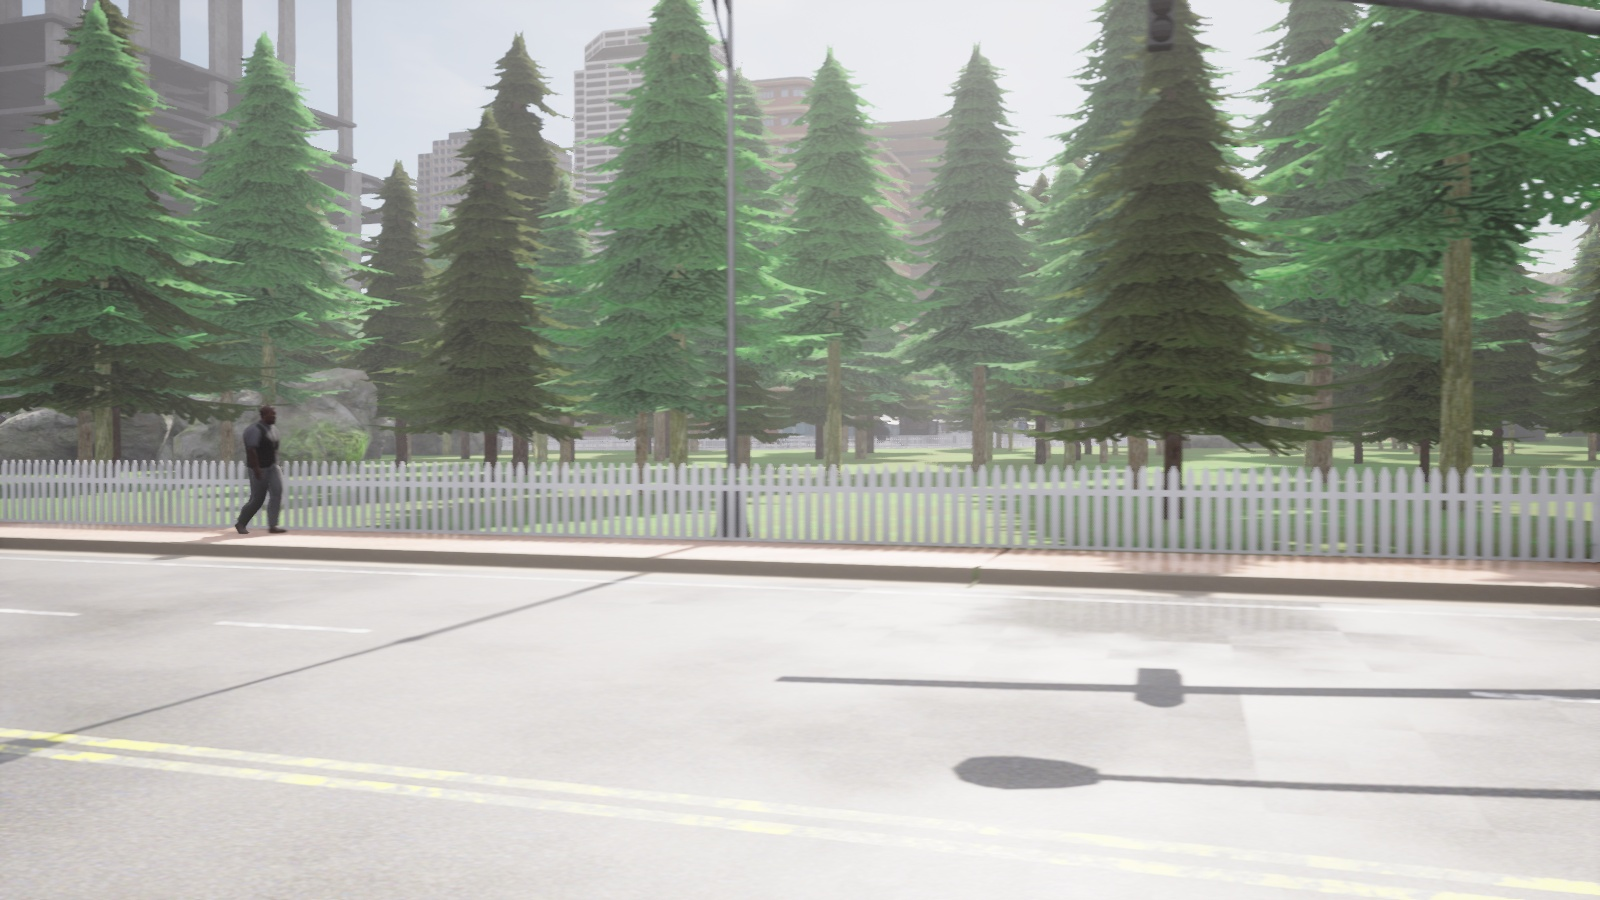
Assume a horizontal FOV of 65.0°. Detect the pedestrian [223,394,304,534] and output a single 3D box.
[{"bbox_3d":[-7.390,0.180,17.306,0.849,1.883,0.563,1,1,17],"label":"pedestrian"}]
